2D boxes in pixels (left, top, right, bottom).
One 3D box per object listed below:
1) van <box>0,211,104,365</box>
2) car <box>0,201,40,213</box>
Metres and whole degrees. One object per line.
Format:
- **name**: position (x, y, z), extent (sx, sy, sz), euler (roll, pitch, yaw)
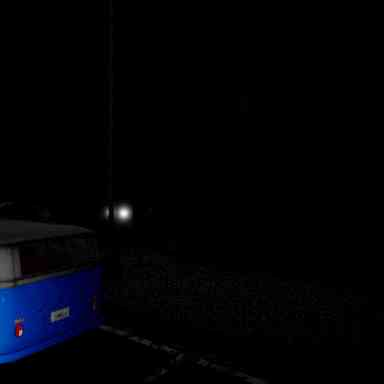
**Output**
- **van**: position (-3.202, 1.341, 5.360), extent (3.998, 1.788, 1.690), euler (0, 0, 36)
- **car**: position (-15.415, 1.520, 28.506), extent (1.812, 1.442, 4.674), euler (0, 0, 32)
